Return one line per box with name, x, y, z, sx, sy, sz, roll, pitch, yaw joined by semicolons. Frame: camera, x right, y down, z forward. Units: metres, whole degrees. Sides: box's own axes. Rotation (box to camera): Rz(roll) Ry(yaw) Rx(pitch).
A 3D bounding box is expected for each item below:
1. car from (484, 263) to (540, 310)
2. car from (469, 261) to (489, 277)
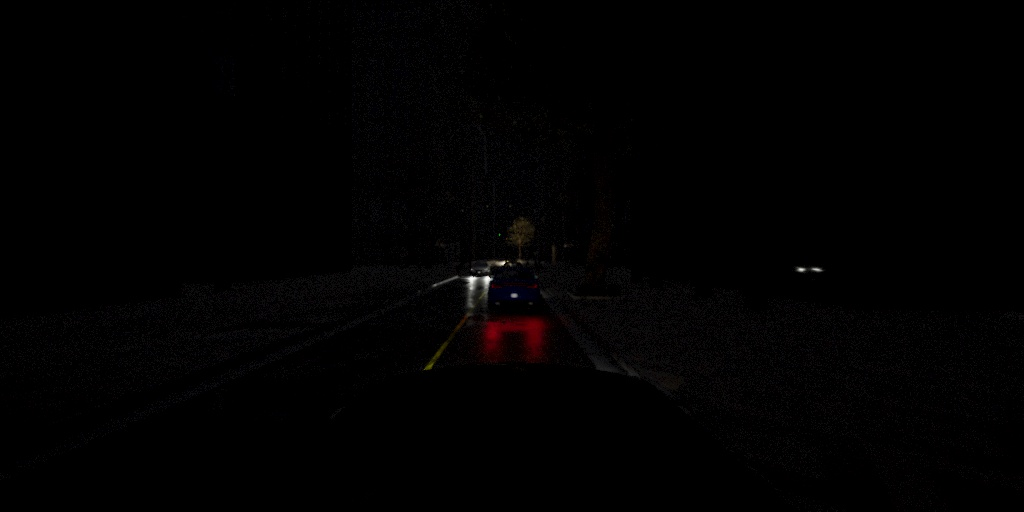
car;0.076;1.221;14.719;1.882;1.535;5.008;0;-1;0
car;-3.077;1.256;35.972;1.812;1.442;4.674;0;0;0
